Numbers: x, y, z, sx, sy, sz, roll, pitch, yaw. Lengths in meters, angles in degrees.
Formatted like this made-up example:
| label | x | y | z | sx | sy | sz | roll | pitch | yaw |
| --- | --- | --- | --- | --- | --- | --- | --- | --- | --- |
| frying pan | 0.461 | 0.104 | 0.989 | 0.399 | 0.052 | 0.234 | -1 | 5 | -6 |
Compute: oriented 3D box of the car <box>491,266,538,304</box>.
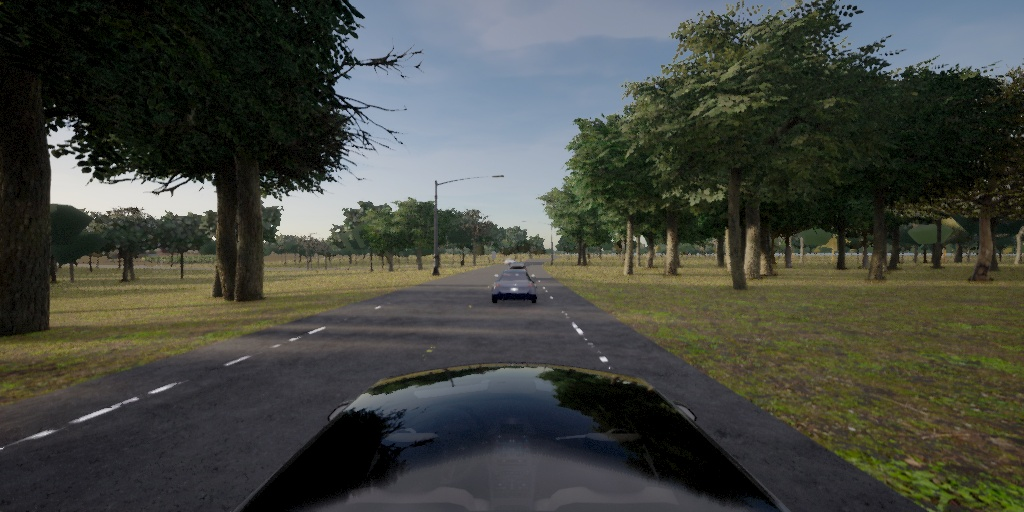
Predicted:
| label | x | y | z | sx | sy | sz | roll | pitch | yaw |
| --- | --- | --- | --- | --- | --- | --- | --- | --- | --- |
| car | 0.123 | 1.317 | 16.454 | 1.994 | 1.385 | 4.181 | 0 | 0 | 1 |

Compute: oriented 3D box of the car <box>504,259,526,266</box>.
| label | x | y | z | sx | sy | sz | roll | pitch | yaw |
| --- | --- | --- | --- | --- | --- | --- | --- | --- | --- |
| car | 0.494 | 1.260 | 31.421 | 1.837 | 1.490 | 4.892 | 0 | 0 | 2 |
